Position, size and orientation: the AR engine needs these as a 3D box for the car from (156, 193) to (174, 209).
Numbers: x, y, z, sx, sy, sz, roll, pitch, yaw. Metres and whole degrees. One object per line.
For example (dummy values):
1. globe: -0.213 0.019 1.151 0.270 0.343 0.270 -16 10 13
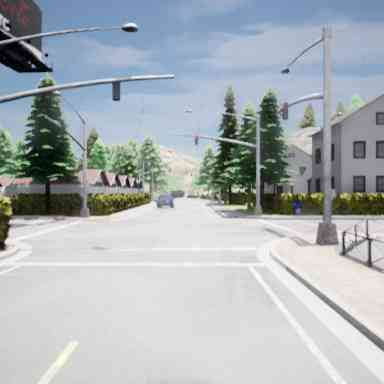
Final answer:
1. car: -3.610 1.216 45.868 2.150 2.045 5.566 0 0 0
